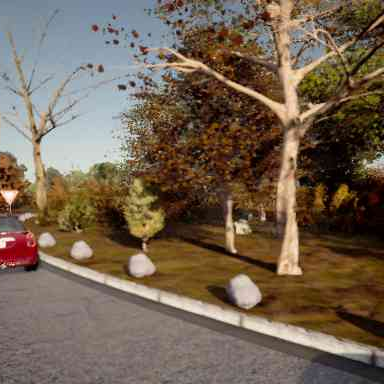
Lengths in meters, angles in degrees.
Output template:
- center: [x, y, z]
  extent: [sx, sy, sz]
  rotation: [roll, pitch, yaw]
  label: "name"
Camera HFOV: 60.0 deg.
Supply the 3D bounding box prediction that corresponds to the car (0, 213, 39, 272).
- center: [-6.436, 1.417, 10.167]
  extent: [2.097, 1.767, 4.553]
  rotation: [0, 0, -43]
  label: "car"
